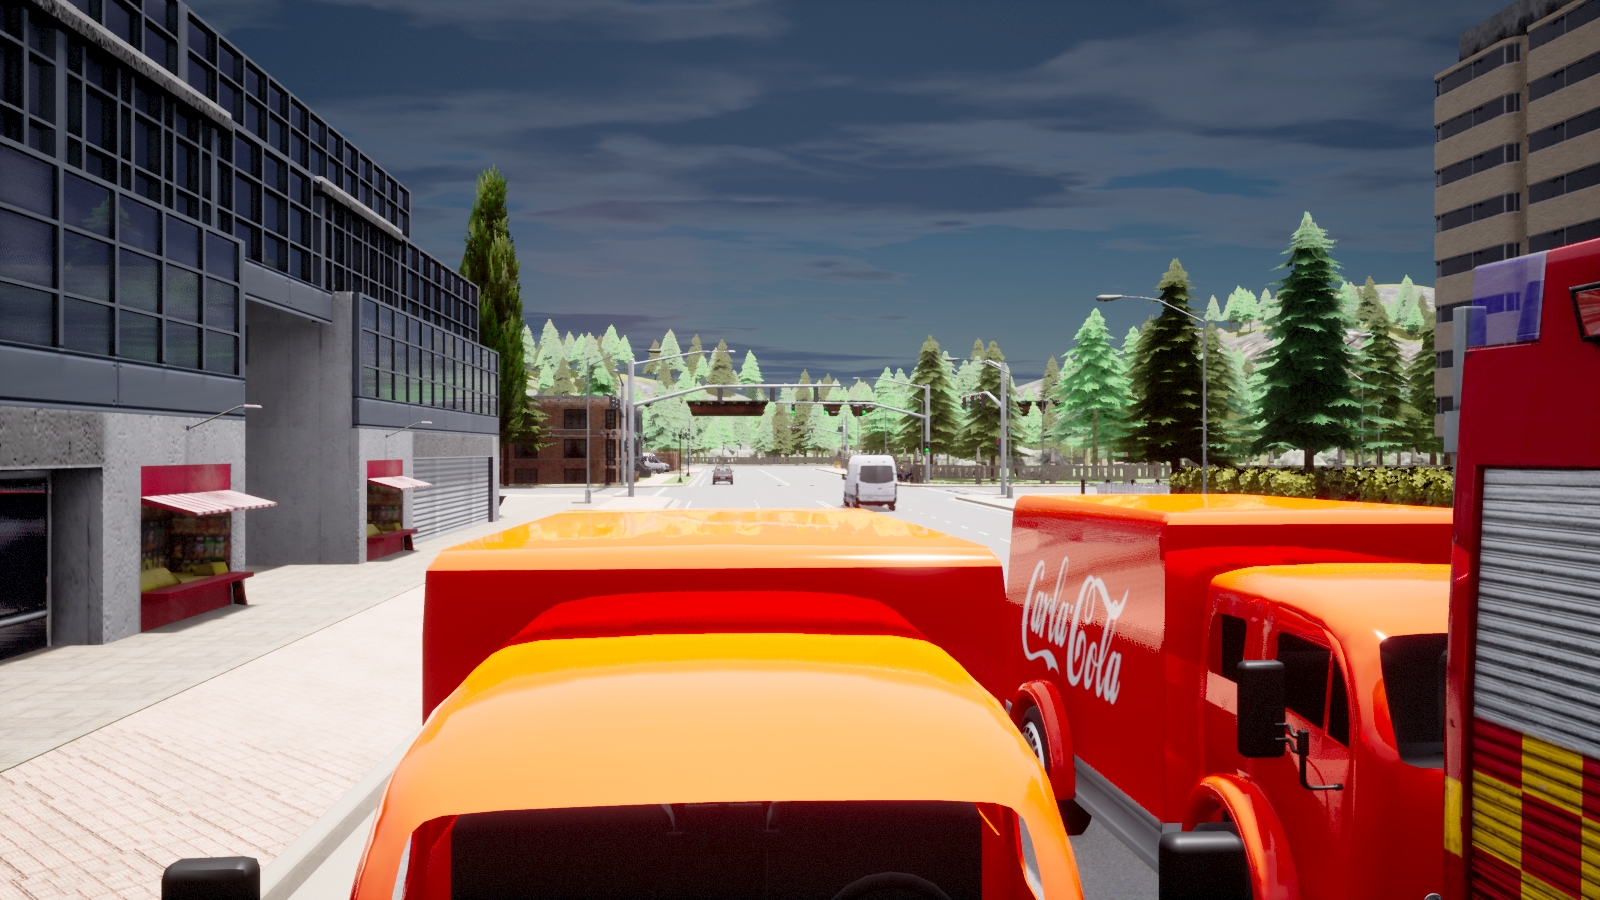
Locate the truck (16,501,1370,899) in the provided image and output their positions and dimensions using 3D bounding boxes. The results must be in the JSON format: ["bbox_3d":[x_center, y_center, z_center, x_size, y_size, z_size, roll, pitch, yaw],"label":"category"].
[{"bbox_3d":[-0.347,1.568,4.821,2.627,2.467,5.204,0,0,-4],"label":"truck"}]

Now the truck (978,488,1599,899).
[{"bbox_3d":[3.003,1.568,7.234,2.627,2.467,5.204,0,0,-4],"label":"truck"}]

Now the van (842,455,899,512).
[{"bbox_3d":[3.307,1.535,54.994,1.988,2.561,5.915,0,0,-4],"label":"van"}]
